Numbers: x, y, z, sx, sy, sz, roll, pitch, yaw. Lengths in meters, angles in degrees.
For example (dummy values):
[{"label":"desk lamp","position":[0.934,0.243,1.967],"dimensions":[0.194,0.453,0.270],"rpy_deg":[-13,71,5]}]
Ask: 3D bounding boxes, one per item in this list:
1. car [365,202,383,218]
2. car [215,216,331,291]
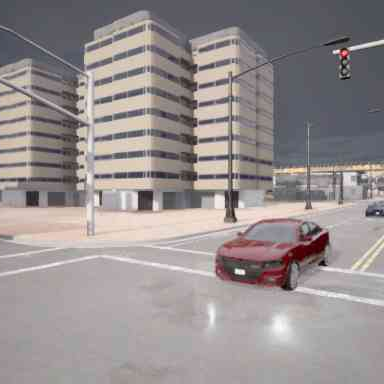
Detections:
[{"label":"car","position":[16.658,1.566,29.412],"dimensions":[1.994,1.385,4.181],"rpy_deg":[0,0,35]},{"label":"car","position":[2.498,1.494,9.407],"dimensions":[1.882,1.535,5.008],"rpy_deg":[0,0,35]}]
